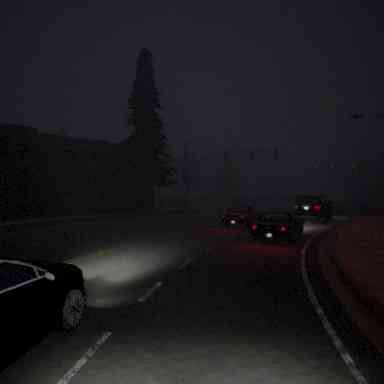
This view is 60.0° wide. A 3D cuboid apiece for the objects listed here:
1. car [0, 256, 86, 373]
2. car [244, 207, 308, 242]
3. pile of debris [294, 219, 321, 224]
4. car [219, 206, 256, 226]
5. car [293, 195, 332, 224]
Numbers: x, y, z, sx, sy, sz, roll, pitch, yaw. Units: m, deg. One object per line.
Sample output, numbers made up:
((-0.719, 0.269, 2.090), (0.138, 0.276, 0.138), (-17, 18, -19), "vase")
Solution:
((-2.943, 1.468, 3.961), (2.128, 1.511, 4.902), (0, 0, 6), "car")
((4.310, 1.599, 16.469), (1.895, 1.301, 4.718), (0, 0, 26), "car")
((8.521, 2.186, 24.442), (1.500, 0.140, 1.860), (0, 0, 30), "pile of debris")
((3.647, 1.586, 22.694), (1.895, 1.301, 4.718), (0, 0, 29), "car")
((9.325, 1.235, 25.570), (2.150, 2.045, 5.566), (0, 0, 30), "car")
